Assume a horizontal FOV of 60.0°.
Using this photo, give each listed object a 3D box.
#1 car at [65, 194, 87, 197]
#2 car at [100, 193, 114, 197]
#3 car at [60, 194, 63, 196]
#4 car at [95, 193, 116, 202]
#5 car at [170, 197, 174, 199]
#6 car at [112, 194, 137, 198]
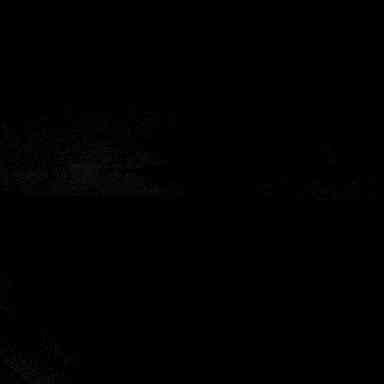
[{"bbox_3d":[-27.646,1.298,80.205,2.152,1.636,5.027,0,0,44],"label":"car"},{"bbox_3d":[-16.123,1.258,69.533,1.932,1.855,4.605,0,0,44],"label":"car"},{"bbox_3d":[-32.465,1.369,84.455,1.970,1.475,3.806,0,0,44],"label":"car"},{"bbox_3d":[-18.490,1.233,71.268,1.905,1.878,3.866,0,0,44],"label":"car"},{"bbox_3d":[-2.921,1.551,56.454,1.845,1.501,3.633,0,0,44],"label":"car"},{"bbox_3d":[-10.237,1.518,53.225,1.970,1.475,3.806,0,0,44],"label":"car"}]
